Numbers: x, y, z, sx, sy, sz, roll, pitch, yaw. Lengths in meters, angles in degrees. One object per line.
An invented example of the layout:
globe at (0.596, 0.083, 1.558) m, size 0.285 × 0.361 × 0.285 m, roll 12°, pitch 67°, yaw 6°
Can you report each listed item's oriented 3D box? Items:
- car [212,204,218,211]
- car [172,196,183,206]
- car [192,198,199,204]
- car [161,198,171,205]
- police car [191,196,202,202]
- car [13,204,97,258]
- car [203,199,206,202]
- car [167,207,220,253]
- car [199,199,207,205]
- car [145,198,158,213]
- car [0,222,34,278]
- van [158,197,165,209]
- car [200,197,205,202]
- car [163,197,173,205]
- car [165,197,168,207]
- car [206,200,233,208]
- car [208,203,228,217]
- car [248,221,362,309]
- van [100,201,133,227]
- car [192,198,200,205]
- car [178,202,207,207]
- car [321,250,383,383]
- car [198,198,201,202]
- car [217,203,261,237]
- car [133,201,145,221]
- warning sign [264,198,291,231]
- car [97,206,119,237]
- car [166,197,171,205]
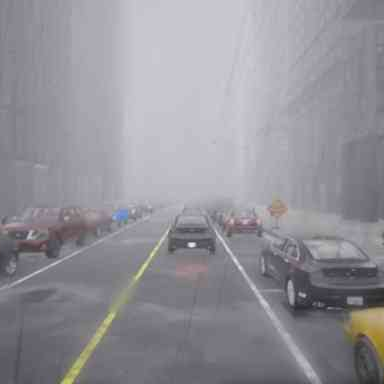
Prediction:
car at (2.756, 1.800, 24.724) m, size 1.947 × 1.339 × 4.313 m, roll 0°, pitch -1°, yaw 0°
car at (-3.013, 1.900, 70.981) m, size 2.150 × 2.045 × 5.566 m, roll 0°, pitch -1°, yaw 0°
car at (0.885, 2.349, 85.783) m, size 1.812 × 1.442 × 4.674 m, roll 0°, pitch -1°, yaw 0°
car at (-5.780, 2.161, 75.441) m, size 1.967 × 1.590 × 4.097 m, roll 0°, pitch -1°, yaw 0°
police car at (0.887, 2.091, 69.894) m, size 1.930 × 1.638 × 5.238 m, roll 0°, pitch -1°, yaw 0°
car at (-5.768, 1.443, 13.442) m, size 2.192 × 1.841 × 5.009 m, roll 0°, pitch -1°, yaw 0°
car at (2.752, 1.960, 41.632) m, size 1.947 × 1.339 × 4.313 m, roll 0°, pitch -1°, yaw 0°
car at (0.001, 1.644, 14.308) m, size 1.837 × 1.490 × 4.892 m, roll 0°, pitch 0°, yaw 0°
car at (2.745, 2.359, 81.084) m, size 1.802 × 1.307 × 4.206 m, roll 0°, pitch -1°, yaw 0°
car at (-5.773, 1.834, 41.624) m, size 1.967 × 1.590 × 4.097 m, roll 0°, pitch -1°, yaw 0°
car at (-5.766, 1.641, 7.803) m, size 1.947 × 1.339 × 4.313 m, roll 0°, pitch -1°, yaw 0°
van at (-5.775, 1.842, 52.897) m, size 1.690 × 1.788 × 3.998 m, roll 0°, pitch -1°, yaw 0°
car at (2.750, 1.941, 52.905) m, size 1.967 × 1.590 × 4.097 m, roll 0°, pitch -1°, yaw 0°
car at (-5.781, 2.092, 81.079) m, size 2.192 × 1.841 × 5.009 m, roll 0°, pitch -1°, yaw 0°
car at (-5.776, 2.078, 58.362) m, size 1.752 × 1.417 × 4.829 m, roll 0°, pitch -1°, yaw 0°
car at (2.754, 1.602, 30.363) m, size 2.192 × 1.841 × 5.009 m, roll 0°, pitch -1°, yaw 0°
car at (2.753, 1.885, 35.997) m, size 1.887 × 1.381 × 4.507 m, roll 0°, pitch -1°, yaw 0°
car at (2.758, 1.626, 7.816) m, size 2.008 × 1.369 × 4.403 m, roll 0°, pitch -1°, yaw 0°
van at (-5.770, 1.575, 24.715) m, size 1.690 × 1.788 × 3.998 m, roll 0°, pitch -1°, yaw 0°
car at (0.886, 2.242, 79.783) m, size 1.882 × 1.535 × 5.008 m, roll 0°, pitch -1°, yaw 0°
car at (-0.002, 1.842, 29.291) m, size 1.994 × 1.385 × 4.181 m, roll 0°, pitch 0°, yaw 0°
car at (2.759, 1.549, 2.350) m, size 1.752 × 1.417 × 4.829 m, roll 0°, pitch -1°, yaw 0°
car at (2.748, 2.175, 64.176) m, size 1.947 × 1.339 × 4.313 m, roll 0°, pitch -1°, yaw 0°
car at (2.756, 1.621, 19.089) m, size 1.967 × 1.590 × 4.097 m, roll 0°, pitch -1°, yaw 0°
car at (-5.771, 1.727, 30.351) m, size 1.967 × 1.590 × 4.097 m, roll 0°, pitch -1°, yaw 0°
warning sign at (5.067, 1.303, 19.786) m, size 1.300 × 1.860 × 1.060 m, roll 0°, pitch 0°, yaw 0°
car at (-5.769, 1.726, 19.077) m, size 1.887 × 1.381 × 4.507 m, roll 0°, pitch -1°, yaw 0°
car at (-5.777, 2.160, 64.167) m, size 2.008 × 1.369 × 4.403 m, roll 0°, pitch -1°, yaw 0°
